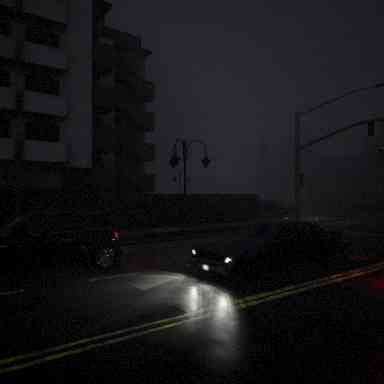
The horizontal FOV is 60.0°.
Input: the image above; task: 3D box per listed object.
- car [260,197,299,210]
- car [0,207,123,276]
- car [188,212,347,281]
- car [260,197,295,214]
[{"bbox_3d":[11.622,1.477,44.545,1.882,1.535,5.008,0,0,-36],"label":"car"},{"bbox_3d":[-4.396,1.352,9.451,4.553,1.767,2.097,0,0,-35],"label":"car"},{"bbox_3d":[2.520,1.547,10.067,5.357,1.411,2.033,0,0,-35],"label":"car"},{"bbox_3d":[7.769,1.478,32.176,1.882,1.535,5.008,0,0,-38],"label":"car"}]
